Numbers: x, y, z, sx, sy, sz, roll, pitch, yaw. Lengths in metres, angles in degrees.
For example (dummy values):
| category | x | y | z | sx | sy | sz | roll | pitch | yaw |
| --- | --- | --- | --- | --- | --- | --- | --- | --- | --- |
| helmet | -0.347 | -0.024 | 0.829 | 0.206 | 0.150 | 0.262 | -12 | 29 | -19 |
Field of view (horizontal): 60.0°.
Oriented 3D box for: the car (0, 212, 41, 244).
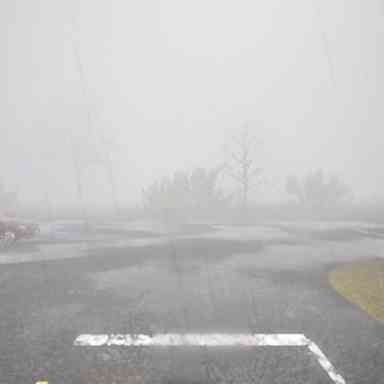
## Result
| category | x | y | z | sx | sy | sz | roll | pitch | yaw |
| --- | --- | --- | --- | --- | --- | --- | --- | --- | --- |
| car | -9.252 | 1.480 | 14.789 | 4.674 | 1.442 | 1.812 | 0 | 0 | -2 |
